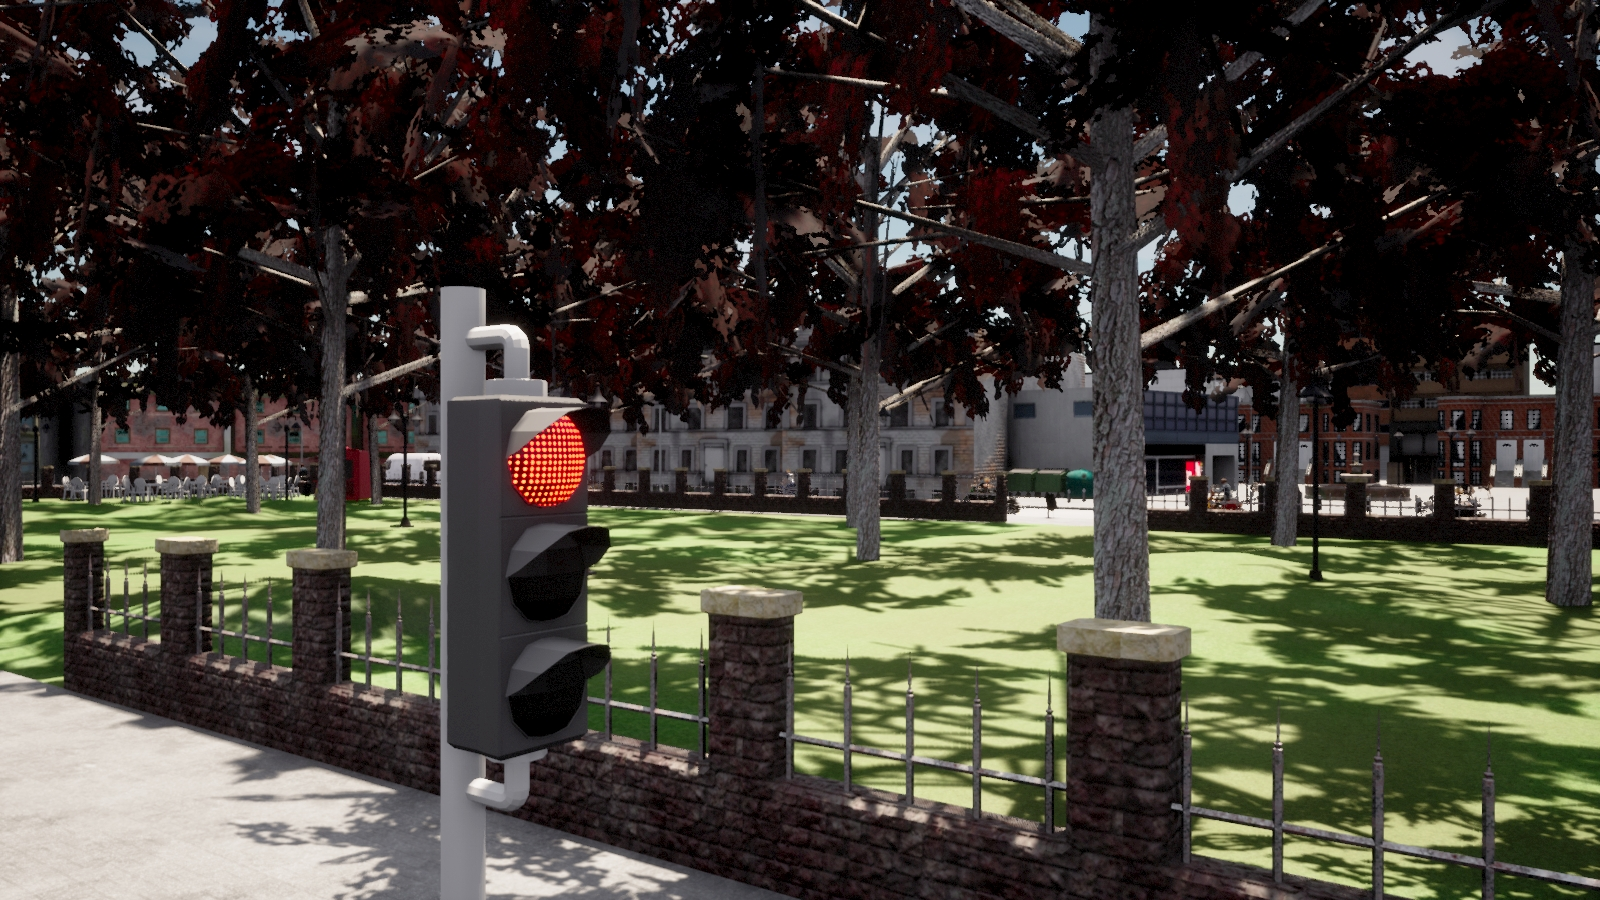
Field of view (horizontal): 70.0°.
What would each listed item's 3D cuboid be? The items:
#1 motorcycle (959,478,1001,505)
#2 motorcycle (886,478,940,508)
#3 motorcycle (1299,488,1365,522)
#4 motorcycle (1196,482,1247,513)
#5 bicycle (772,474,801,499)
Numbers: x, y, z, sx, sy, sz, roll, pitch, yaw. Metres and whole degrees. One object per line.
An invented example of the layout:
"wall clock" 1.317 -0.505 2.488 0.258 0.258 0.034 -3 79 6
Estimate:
"motorcycle" 8.516 1.958 54.123 1.805 1.236 0.856 0 0 36
"motorcycle" 5.120 1.945 51.705 2.356 1.277 0.764 0 0 36
"motorcycle" 19.265 1.992 41.411 2.033 1.145 0.803 0 0 36
"motorcycle" 17.536 1.960 47.554 1.805 1.236 0.856 0 0 36
"bicycle" -0.702 1.930 60.873 1.643 1.296 0.373 0 0 36
